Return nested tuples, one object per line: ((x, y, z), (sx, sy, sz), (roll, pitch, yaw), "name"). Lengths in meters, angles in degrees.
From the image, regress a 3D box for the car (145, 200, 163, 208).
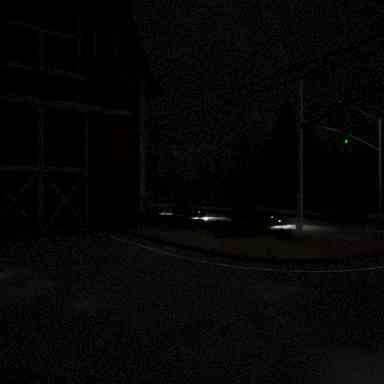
((-5.385, 1.867, 41.056), (1.895, 1.301, 4.718), (0, 0, -34), "car")

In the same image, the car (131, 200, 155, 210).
((-7.472, 1.886, 50.625), (1.994, 1.385, 4.181), (0, 0, -34), "car")

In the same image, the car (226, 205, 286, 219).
((4.823, 1.721, 26.183), (2.033, 1.411, 5.357), (0, 0, -34), "car")

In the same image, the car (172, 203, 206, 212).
((-0.399, 1.785, 33.793), (1.994, 1.385, 4.181), (0, 0, -34), "car")
